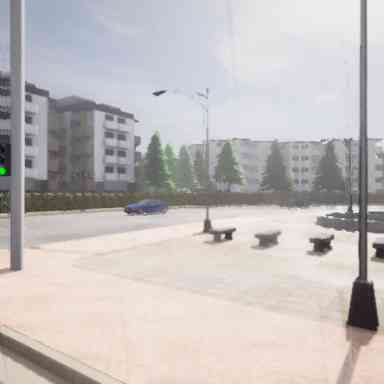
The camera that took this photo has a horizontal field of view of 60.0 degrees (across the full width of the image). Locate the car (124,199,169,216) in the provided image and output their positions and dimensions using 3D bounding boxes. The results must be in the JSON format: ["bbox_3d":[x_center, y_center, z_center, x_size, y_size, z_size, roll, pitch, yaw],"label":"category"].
[{"bbox_3d":[-4.394,1.432,32.500,1.882,1.535,5.008,0,0,39],"label":"car"}]

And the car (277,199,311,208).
[{"bbox_3d":[14.254,1.570,46.555,4.718,1.301,1.895,0,0,-22],"label":"car"}]
